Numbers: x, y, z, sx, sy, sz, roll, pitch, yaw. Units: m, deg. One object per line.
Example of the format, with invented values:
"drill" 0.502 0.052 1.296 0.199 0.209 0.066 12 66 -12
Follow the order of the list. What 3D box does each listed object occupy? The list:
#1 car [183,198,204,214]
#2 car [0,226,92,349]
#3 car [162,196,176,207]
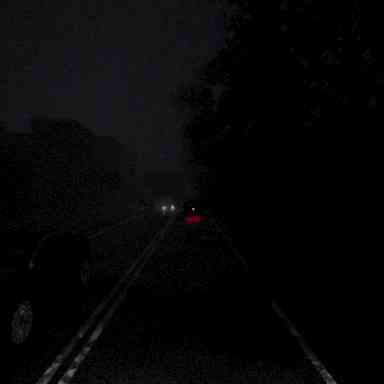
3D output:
"car" 0.137 1.367 34.125 1.837 1.490 4.892 0 0 0
"car" -3.348 1.464 6.282 2.128 1.511 4.902 0 0 0
"car" -3.282 1.346 48.103 2.033 1.411 5.357 0 0 0
